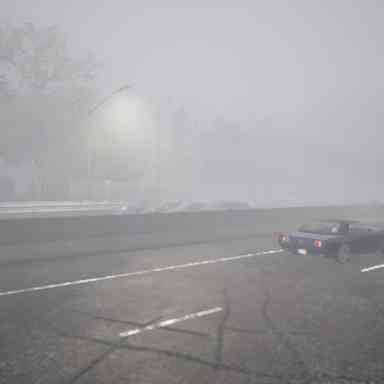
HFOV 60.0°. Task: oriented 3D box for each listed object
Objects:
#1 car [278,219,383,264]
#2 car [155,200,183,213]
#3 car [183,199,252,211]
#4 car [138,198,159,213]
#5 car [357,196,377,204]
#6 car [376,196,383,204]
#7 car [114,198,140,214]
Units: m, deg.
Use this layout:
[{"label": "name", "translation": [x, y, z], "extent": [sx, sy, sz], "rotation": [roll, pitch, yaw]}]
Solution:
[{"label": "car", "translation": [5.308, 1.599, 11.823], "extent": [4.718, 1.301, 1.895], "rotation": [0, 0, -35]}, {"label": "car", "translation": [-0.156, 1.525, 25.365], "extent": [4.674, 1.442, 1.812], "rotation": [0, 0, -35]}, {"label": "car", "translation": [2.059, 1.351, 22.645], "extent": [4.553, 1.767, 2.097], "rotation": [0, 0, -35]}, {"label": "car", "translation": [-1.809, 1.503, 28.484], "extent": [4.892, 1.490, 1.837], "rotation": [0, 0, -35]}, {"label": "car", "translation": [29.190, 1.383, 54.783], "extent": [4.553, 1.767, 2.097], "rotation": [0, 0, -35]}, {"label": "car", "translation": [31.526, 1.509, 52.153], "extent": [5.008, 1.535, 1.882], "rotation": [0, 0, -35]}, {"label": "car", "translation": [-4.700, 1.351, 30.155], "extent": [4.553, 1.767, 2.097], "rotation": [0, 0, -38]}]
